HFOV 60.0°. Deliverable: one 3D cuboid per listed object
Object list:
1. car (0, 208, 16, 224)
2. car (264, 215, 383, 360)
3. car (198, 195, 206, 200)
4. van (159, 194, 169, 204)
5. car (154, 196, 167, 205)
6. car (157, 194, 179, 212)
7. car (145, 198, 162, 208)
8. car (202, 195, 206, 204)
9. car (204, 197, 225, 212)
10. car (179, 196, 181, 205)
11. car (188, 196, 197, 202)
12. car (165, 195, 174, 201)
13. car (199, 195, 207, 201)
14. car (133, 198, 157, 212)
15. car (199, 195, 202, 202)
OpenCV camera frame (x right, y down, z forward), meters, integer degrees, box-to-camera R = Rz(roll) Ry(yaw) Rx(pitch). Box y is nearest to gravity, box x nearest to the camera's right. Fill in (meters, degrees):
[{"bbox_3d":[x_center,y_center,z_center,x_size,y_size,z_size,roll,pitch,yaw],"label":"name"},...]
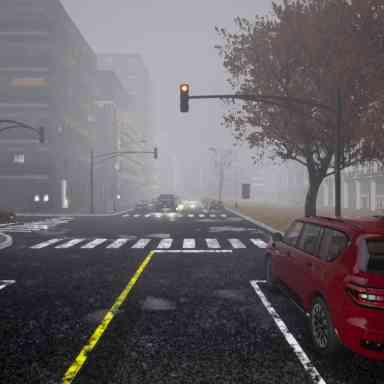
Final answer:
[{"bbox_3d":[-13.941,1.305,21.345,5.008,1.535,1.882,1,0,3],"label":"car"},{"bbox_3d":[2.700,1.315,5.928,2.192,1.841,5.009,0,0,0],"label":"car"},{"bbox_3d":[2.827,1.637,93.643,2.008,1.369,4.403,0,0,0],"label":"car"},{"bbox_3d":[-5.594,1.384,65.993,1.690,1.788,3.998,0,0,0],"label":"van"},{"bbox_3d":[-5.602,1.476,60.460,1.967,1.590,4.097,0,0,0],"label":"car"},{"bbox_3d":[-3.033,1.235,40.075,2.150,2.045,5.566,0,0,0],"label":"car"},{"bbox_3d":[-5.618,1.573,49.395,2.008,1.369,4.403,0,0,0],"label":"car"},{"bbox_3d":[2.762,1.548,49.552,1.752,1.417,4.829,0,0,0],"label":"car"},{"bbox_3d":[2.746,1.557,38.316,1.887,1.381,4.507,0,0,0],"label":"car"},{"bbox_3d":[-3.011,1.528,50.094,1.837,1.490,4.892,0,0,0],"label":"car"},{"bbox_3d":[0.118,1.586,79.845,1.812,1.442,4.674,0,0,0],"label":"car"},{"bbox_3d":[-5.570,1.506,82.591,1.967,1.590,4.097,0,0,0],"label":"car"},{"bbox_3d":[2.819,1.620,88.111,1.887,1.381,4.507,0,0,0],"label":"car"},{"bbox_3d":[-5.634,1.563,38.329,2.008,1.369,4.403,0,0,0],"label":"car"},{"bbox_3d":[2.787,1.625,65.979,1.802,1.307,4.206,0,0,0],"label":"car"}]
